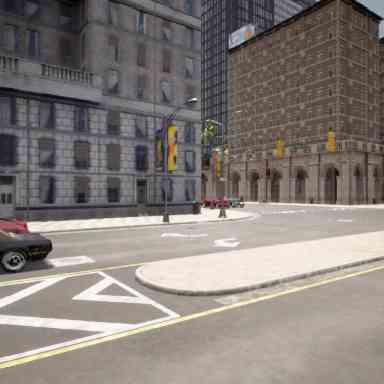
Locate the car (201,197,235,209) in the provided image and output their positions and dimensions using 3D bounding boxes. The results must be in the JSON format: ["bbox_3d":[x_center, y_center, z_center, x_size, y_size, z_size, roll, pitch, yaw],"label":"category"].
[{"bbox_3d":[3.234,1.478,46.396,1.882,1.535,5.008,0,0,-35],"label":"car"}]

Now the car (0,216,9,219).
[{"bbox_3d":[-8.480,1.526,12.087,4.674,1.442,1.812,0,0,-35],"label":"car"}]

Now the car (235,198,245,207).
[{"bbox_3d":[5.663,1.492,49.027,2.128,1.511,4.902,0,0,-35],"label":"car"}]

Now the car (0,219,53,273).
[{"bbox_3d":[-6.535,1.601,9.182,4.718,1.301,1.895,0,0,-35],"label":"car"}]

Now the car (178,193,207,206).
[{"bbox_3d":[0.024,1.221,57.127,2.150,2.045,5.566,0,0,-34],"label":"car"}]
